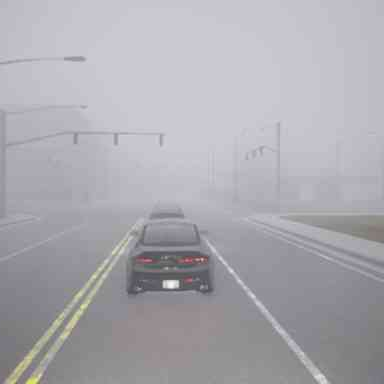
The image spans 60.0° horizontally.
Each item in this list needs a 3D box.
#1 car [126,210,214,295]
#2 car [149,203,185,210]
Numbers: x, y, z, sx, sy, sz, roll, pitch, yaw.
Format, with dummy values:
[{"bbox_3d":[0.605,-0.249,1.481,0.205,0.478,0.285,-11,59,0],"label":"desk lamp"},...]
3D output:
[{"bbox_3d":[-0.570,1.441,8.581,1.837,1.490,4.892,0,1,-4],"label":"car"},{"bbox_3d":[-1.387,1.340,18.511,1.882,1.535,5.008,0,0,-5],"label":"car"}]
